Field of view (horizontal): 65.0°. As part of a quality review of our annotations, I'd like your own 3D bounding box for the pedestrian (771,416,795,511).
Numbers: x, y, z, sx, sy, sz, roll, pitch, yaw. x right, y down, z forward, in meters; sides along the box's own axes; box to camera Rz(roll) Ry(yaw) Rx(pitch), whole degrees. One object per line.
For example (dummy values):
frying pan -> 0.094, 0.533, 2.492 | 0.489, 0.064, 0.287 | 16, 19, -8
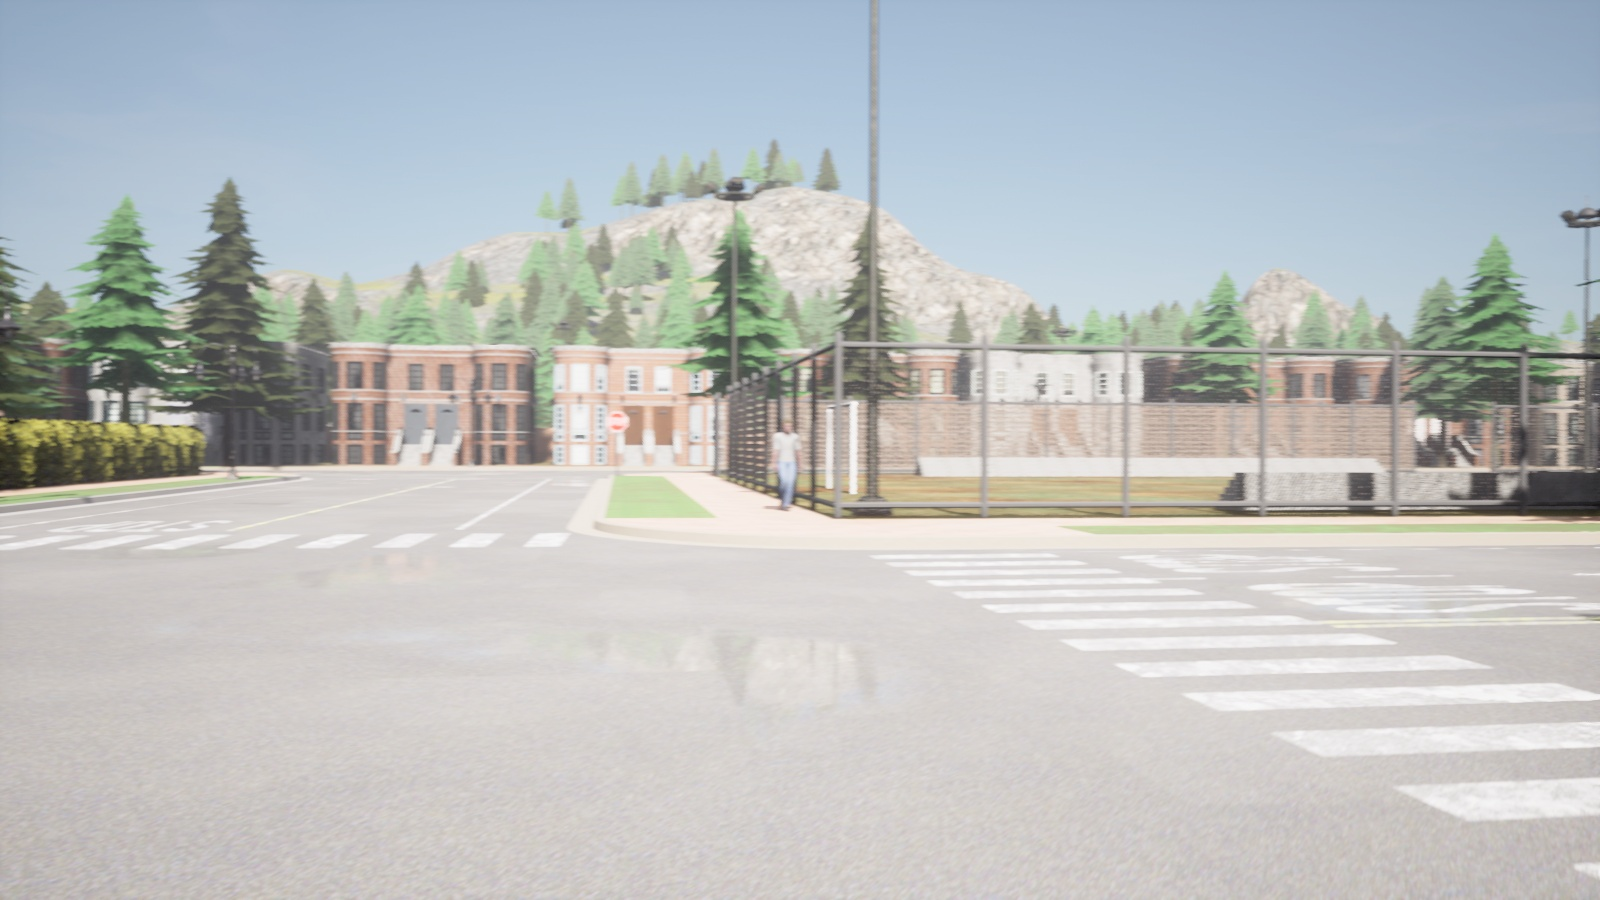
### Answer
pedestrian -> -0.330, 0.256, 24.503 | 0.354, 1.836, 0.706 | 0, 0, -10
